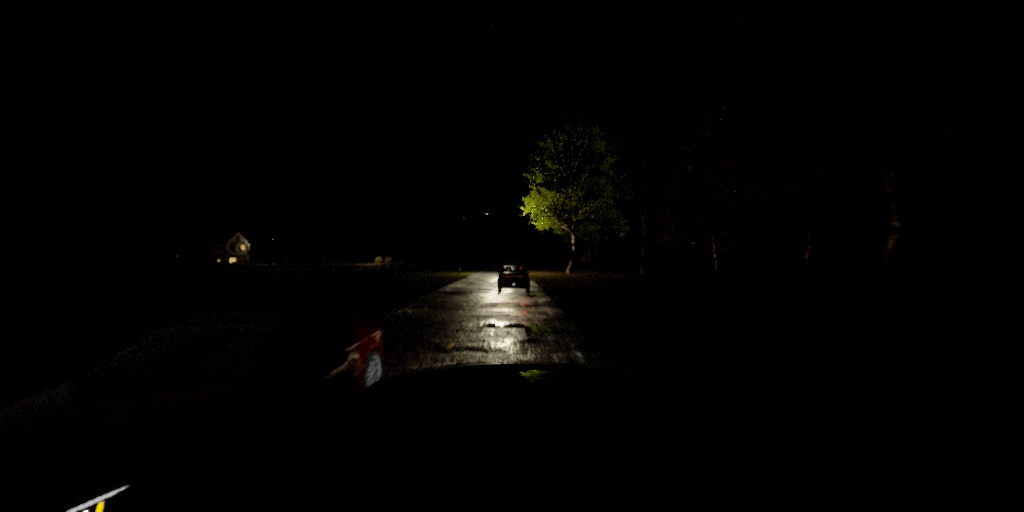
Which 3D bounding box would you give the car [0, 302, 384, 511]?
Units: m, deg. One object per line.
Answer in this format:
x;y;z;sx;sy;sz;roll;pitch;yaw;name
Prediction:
-2.850;1.286;3.785;1.812;1.442;4.674;0;0;0;car

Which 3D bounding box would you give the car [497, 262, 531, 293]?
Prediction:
0.098;1.338;21.742;2.128;1.511;4.902;0;0;0;car
